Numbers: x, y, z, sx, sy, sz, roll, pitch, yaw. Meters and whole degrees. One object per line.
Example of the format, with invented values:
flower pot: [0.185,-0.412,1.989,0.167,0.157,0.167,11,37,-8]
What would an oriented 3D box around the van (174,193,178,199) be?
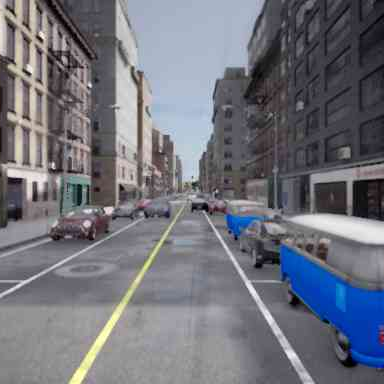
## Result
van: [-5.445,1.315,92.571,1.690,1.788,3.998,0,0,0]

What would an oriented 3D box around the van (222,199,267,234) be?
van: [2.630,1.333,16.522,1.690,1.788,3.998,0,0,0]

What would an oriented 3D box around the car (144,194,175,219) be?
car: [-2.858,1.342,28.835,2.097,1.767,4.553,0,0,0]

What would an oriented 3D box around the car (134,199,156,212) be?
car: [-5.404,1.534,38.563,1.887,1.381,4.507,0,0,0]

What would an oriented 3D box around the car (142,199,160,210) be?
car: [-5.406,1.571,44.074,1.802,1.307,4.206,0,0,0]

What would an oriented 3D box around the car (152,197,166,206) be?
car: [-5.410,1.532,55.096,1.887,1.381,4.507,0,0,0]

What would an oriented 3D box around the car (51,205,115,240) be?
car: [-5.395,1.431,16.519,1.967,1.590,4.097,0,0,0]

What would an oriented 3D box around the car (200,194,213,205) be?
car: [2.613,1.301,60.611,2.192,1.841,5.009,0,0,0]

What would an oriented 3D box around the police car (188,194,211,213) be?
police car: [0.810,1.416,37.535,1.930,1.638,5.238,0,0,0]

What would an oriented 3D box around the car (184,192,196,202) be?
car: [-0.028,1.023,71.514,2.150,2.045,5.566,0,0,0]

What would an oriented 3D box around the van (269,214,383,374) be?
van: [2.635,1.337,5.501,1.690,1.788,3.998,0,0,0]

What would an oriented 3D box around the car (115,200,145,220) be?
car: [-5.399,1.541,27.541,2.008,1.369,4.403,0,0,0]

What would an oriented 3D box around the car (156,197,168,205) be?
car: [-5.412,1.551,60.607,1.947,1.339,4.313,0,0,0]

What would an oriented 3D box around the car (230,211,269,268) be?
car: [2.632,1.544,11.012,2.008,1.369,4.403,0,0,0]

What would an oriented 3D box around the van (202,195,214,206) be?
van: [2.615,1.329,55.099,1.690,1.788,3.998,0,0,0]

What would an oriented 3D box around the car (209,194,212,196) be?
car: [2.619,1.430,44.078,1.967,1.590,4.097,0,0,0]

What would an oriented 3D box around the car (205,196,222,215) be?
car: [2.623,1.431,33.055,1.967,1.590,4.097,0,0,0]
